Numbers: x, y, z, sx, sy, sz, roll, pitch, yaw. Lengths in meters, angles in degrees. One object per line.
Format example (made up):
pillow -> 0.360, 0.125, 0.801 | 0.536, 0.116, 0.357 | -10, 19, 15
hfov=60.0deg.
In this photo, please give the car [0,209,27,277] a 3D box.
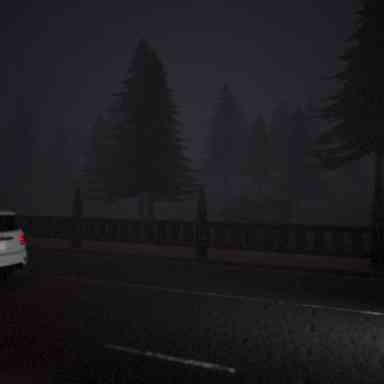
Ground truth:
car -> -7.436, 1.478, 9.652 | 5.566, 2.045, 2.150 | 0, -2, 21
